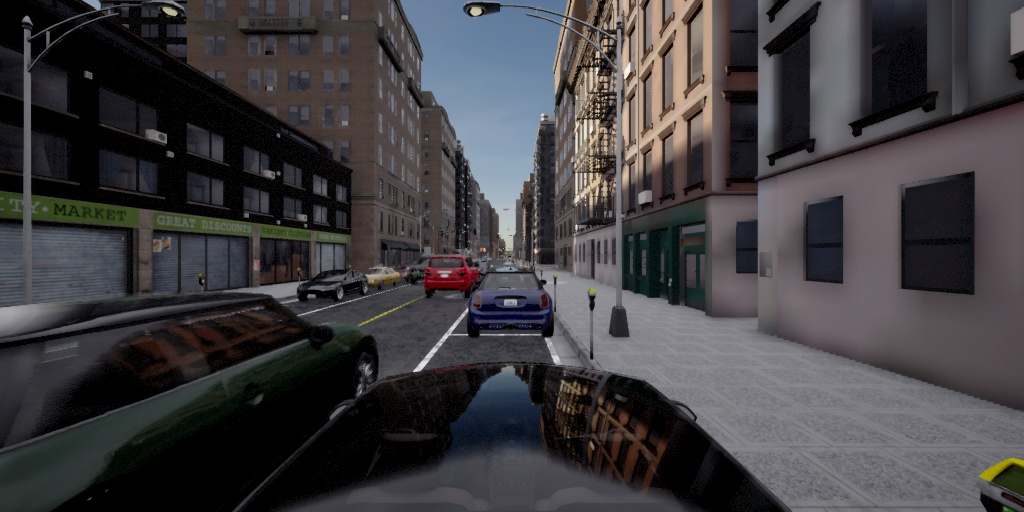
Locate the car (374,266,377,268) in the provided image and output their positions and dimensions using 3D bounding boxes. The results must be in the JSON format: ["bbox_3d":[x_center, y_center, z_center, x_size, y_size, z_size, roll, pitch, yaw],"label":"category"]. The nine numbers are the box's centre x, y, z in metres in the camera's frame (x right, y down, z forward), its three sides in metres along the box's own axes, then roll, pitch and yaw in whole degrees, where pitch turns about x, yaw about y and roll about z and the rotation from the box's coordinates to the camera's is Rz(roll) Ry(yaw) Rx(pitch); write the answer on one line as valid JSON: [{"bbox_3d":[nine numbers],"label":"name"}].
[{"bbox_3d":[-8.408,1.315,17.218,1.948,1.339,4.313,0,0,0],"label":"car"}]

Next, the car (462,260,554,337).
[{"bbox_3d":[-0.033,1.102,10.470,2.097,1.767,4.553,0,0,0],"label":"car"}]

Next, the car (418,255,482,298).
[{"bbox_3d":[-3.023,0.971,18.813,2.150,2.045,5.566,0,0,0],"label":"car"}]

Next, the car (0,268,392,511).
[{"bbox_3d":[-2.927,1.101,3.221,2.097,1.767,4.553,0,0,0],"label":"car"}]

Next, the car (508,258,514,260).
[{"bbox_3d":[-0.383,1.269,39.031,1.751,1.417,4.829,0,0,0],"label":"car"}]

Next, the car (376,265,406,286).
[{"bbox_3d":[-8.408,1.275,22.461,1.751,1.417,4.829,0,0,0],"label":"car"}]

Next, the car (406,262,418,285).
[{"bbox_3d":[-5.870,0.970,26.622,2.150,2.045,5.566,0,0,0],"label":"car"}]
